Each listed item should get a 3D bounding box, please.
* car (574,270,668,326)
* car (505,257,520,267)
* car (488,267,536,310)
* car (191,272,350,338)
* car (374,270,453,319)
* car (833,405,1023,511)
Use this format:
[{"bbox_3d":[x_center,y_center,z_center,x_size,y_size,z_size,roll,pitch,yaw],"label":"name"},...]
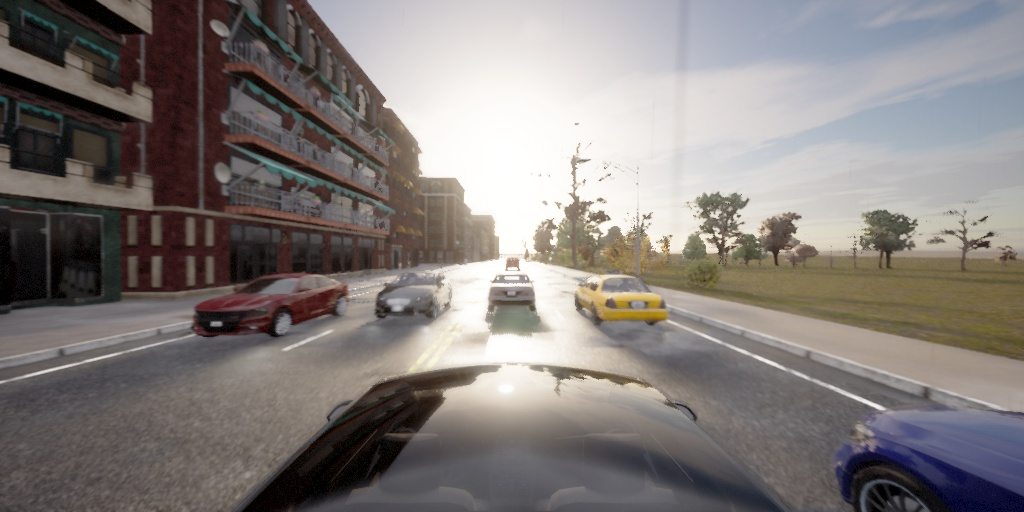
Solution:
[{"bbox_3d":[3.251,1.240,11.811,1.801,1.575,5.366,0,0,0],"label":"car"},{"bbox_3d":[0.094,1.162,55.634,2.150,2.045,5.566,0,0,0],"label":"car"},{"bbox_3d":[-0.006,1.342,14.880,2.033,1.411,5.357,0,0,0],"label":"car"},{"bbox_3d":[-6.600,1.257,10.508,1.882,1.535,5.008,0,0,0],"label":"car"},{"bbox_3d":[-3.348,1.279,12.974,2.128,1.511,4.902,0,0,0],"label":"car"},{"bbox_3d":[3.249,1.272,0.620,1.812,1.442,4.674,0,0,0],"label":"car"}]
